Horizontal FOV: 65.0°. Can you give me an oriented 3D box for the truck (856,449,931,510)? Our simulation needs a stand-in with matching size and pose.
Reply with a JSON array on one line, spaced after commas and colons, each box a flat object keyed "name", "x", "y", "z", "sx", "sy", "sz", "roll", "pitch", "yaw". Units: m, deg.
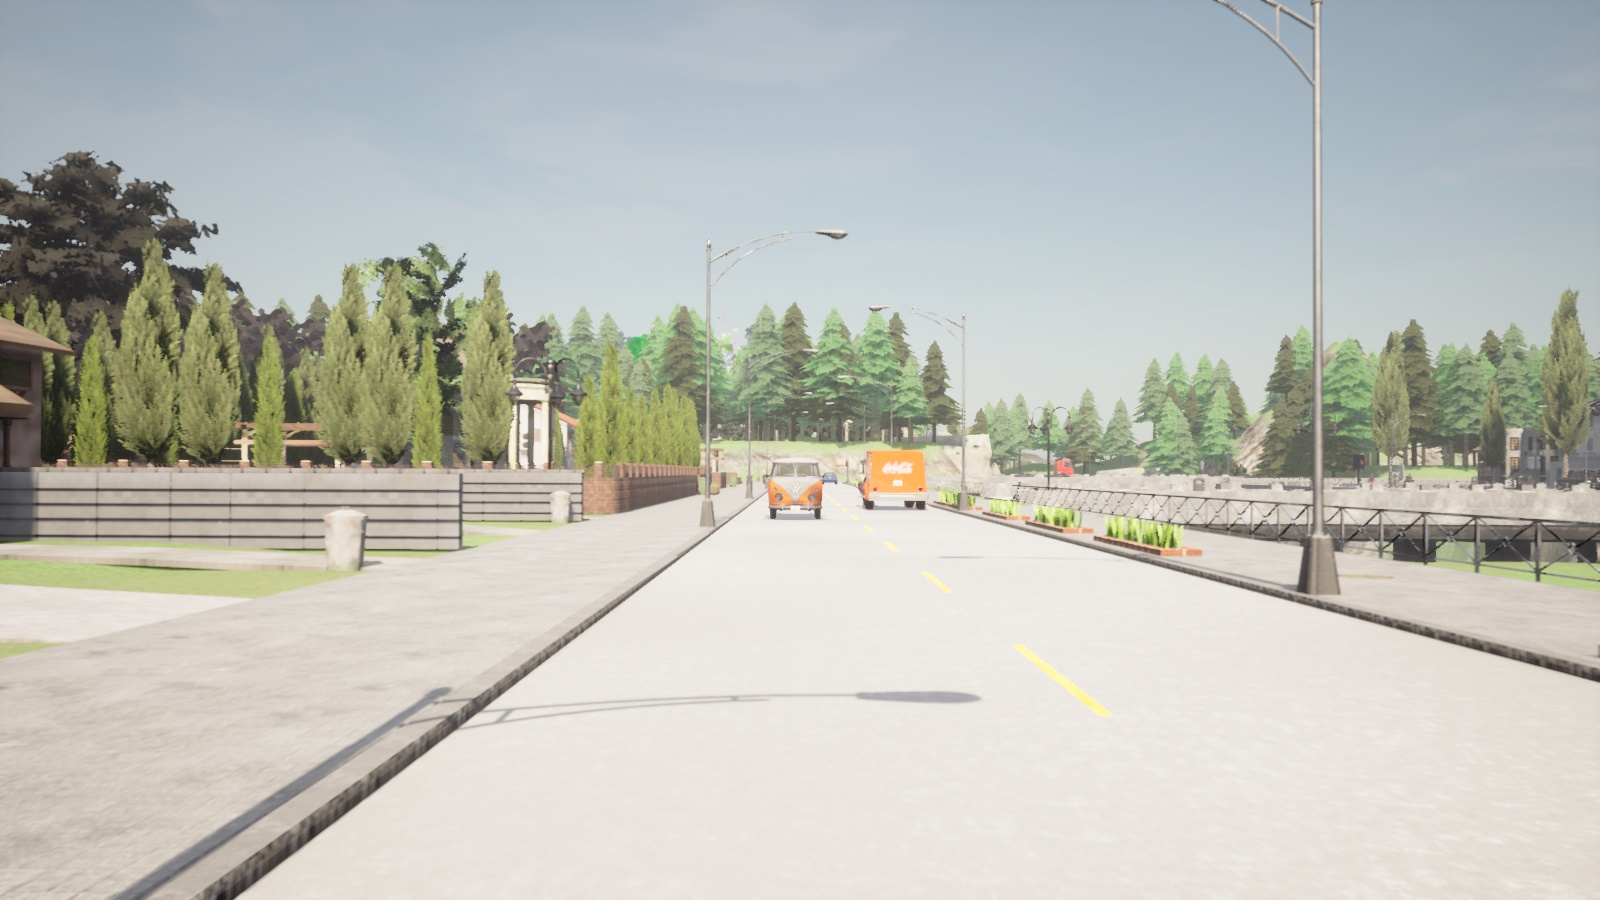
[{"name": "truck", "x": 3.871, "y": 1.208, "z": 53.091, "sx": 2.627, "sy": 2.467, "sz": 5.204, "roll": 0, "pitch": 0, "yaw": -2}]

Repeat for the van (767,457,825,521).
[{"name": "van", "x": -0.131, "y": 1.262, "z": 41.464, "sx": 1.775, "sy": 1.987, "sz": 4.442, "roll": 0, "pitch": -1, "yaw": 0}]
